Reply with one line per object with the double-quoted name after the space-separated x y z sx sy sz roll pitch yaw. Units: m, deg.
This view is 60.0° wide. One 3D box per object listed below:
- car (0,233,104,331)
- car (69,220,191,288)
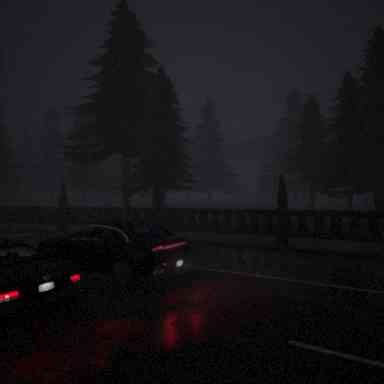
-4.518 1.617 6.694 5.357 1.411 2.033 -1 0 31 "car"
-2.352 1.547 9.390 4.902 1.511 2.128 -1 0 32 "car"
